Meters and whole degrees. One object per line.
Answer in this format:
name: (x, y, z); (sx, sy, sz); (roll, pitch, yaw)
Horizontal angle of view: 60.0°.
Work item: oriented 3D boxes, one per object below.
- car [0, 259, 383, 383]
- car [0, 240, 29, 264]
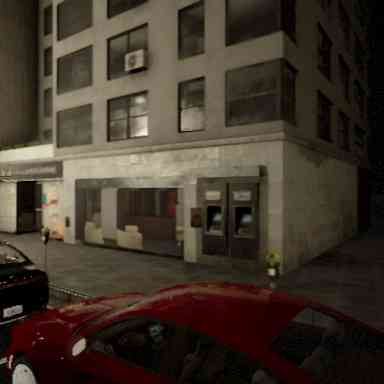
car: (0.047, 1.544, 3.045); (4.507, 1.381, 1.887); (0, 0, 36)
car: (-4.449, 1.547, 6.256); (4.403, 1.369, 2.008); (0, 0, 36)
